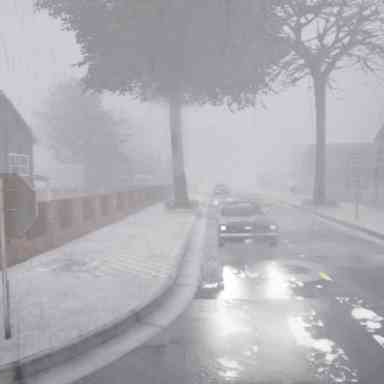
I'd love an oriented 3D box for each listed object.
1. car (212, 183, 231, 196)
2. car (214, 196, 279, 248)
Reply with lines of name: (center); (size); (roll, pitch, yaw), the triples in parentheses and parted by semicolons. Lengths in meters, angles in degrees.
car: (3.358, -0.243, 37.938); (1.837, 1.490, 4.892); (-1, 3, 4)
car: (1.767, 1.029, 11.840); (1.895, 1.301, 4.718); (-1, 2, 4)
